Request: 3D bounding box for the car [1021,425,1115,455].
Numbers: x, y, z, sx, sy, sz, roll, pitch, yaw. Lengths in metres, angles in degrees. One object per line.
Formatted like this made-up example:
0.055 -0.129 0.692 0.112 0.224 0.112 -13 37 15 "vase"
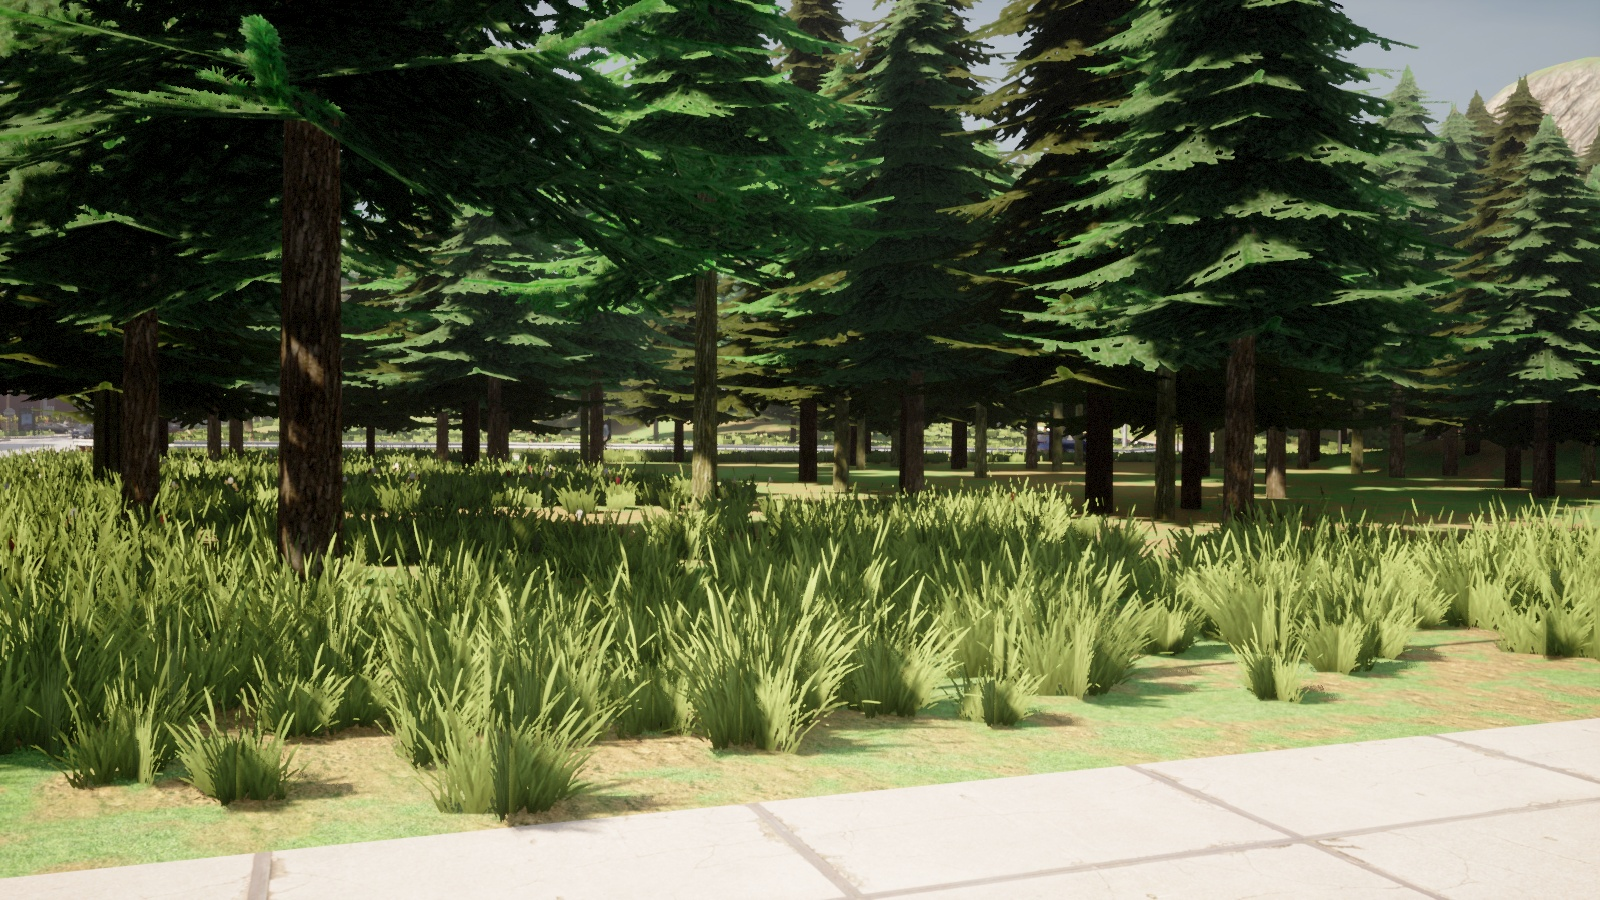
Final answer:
15.093 -0.577 70.702 4.856 1.649 2.033 -1 1 -22 "car"
